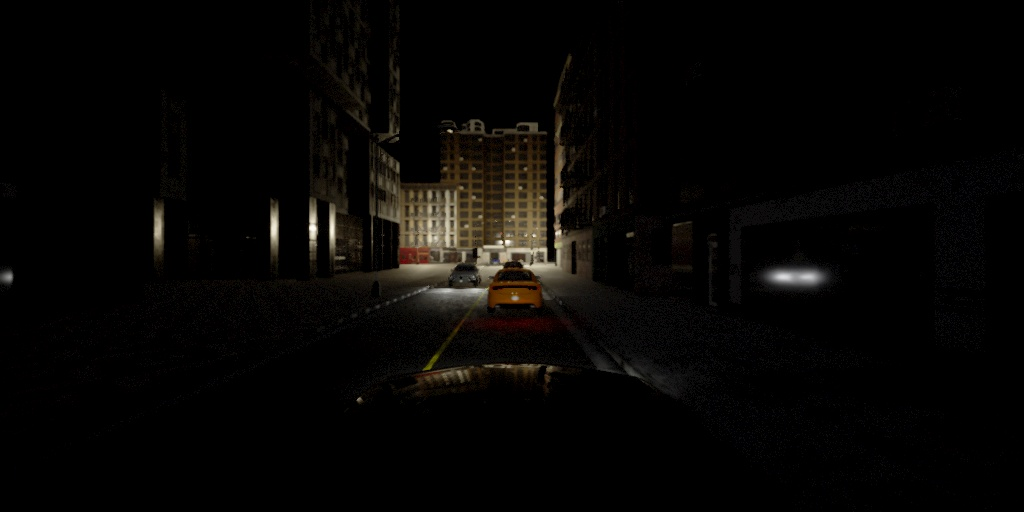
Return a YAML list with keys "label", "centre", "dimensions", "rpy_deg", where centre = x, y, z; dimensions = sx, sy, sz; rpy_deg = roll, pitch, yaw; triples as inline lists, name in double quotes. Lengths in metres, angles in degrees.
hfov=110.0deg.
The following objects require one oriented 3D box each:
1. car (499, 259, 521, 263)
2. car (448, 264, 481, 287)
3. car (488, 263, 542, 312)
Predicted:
- label: "car"
  centre: [0.105, 1.176, 32.428]
  dimensions: [1.882, 1.535, 5.008]
  rpy_deg: [0, 0, 0]
- label: "car"
  centre: [-3.096, 1.243, 24.123]
  dimensions: [1.812, 1.442, 4.674]
  rpy_deg: [0, 0, 0]
- label: "car"
  centre: [0.102, 1.212, 14.136]
  dimensions: [1.882, 1.535, 5.008]
  rpy_deg: [0, 0, 0]
